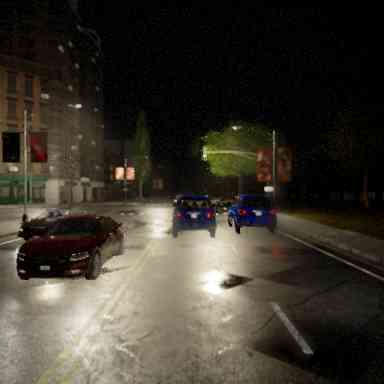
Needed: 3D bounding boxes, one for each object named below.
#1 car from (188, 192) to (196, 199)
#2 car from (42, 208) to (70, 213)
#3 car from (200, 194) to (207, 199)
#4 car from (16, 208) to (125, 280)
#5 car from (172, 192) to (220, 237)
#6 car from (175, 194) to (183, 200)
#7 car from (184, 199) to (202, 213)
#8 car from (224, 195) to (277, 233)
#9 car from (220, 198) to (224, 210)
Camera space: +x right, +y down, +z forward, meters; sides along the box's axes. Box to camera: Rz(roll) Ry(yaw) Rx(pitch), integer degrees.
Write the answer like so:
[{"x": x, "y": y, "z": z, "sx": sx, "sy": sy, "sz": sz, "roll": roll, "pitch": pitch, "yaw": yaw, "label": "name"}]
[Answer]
[{"x": 0.051, "y": 1.015, "z": 93.962, "sx": 2.150, "sy": 2.045, "sz": 5.566, "roll": 0, "pitch": 0, "yaw": 0, "label": "car"}, {"x": -6.582, "y": 1.508, "z": 16.711, "sx": 2.033, "sy": 1.411, "sz": 5.357, "roll": 0, "pitch": 0, "yaw": 0, "label": "car"}, {"x": 3.301, "y": 1.325, "z": 94.313, "sx": 1.812, "sy": 1.442, "sz": 4.674, "roll": 0, "pitch": 0, "yaw": 0, "label": "car"}, {"x": -3.342, "y": 1.454, "z": 10.071, "sx": 1.882, "sy": 1.535, "sz": 5.008, "roll": 0, "pitch": 0, "yaw": 0, "label": "car"}, {"x": 0.106, "y": 1.181, "z": 17.894, "sx": 2.150, "sy": 2.045, "sz": 5.566, "roll": 0, "pitch": 0, "yaw": 0, "label": "car"}, {"x": -3.205, "y": 1.283, "z": 85.288, "sx": 1.882, "sy": 1.535, "sz": 5.008, "roll": 0, "pitch": 0, "yaw": 0, "label": "car"}, {"x": 0.119, "y": 1.514, "z": 36.136, "sx": 1.895, "sy": 1.301, "sz": 4.718, "roll": 0, "pitch": 0, "yaw": 0, "label": "car"}, {"x": 3.362, "y": 1.177, "z": 19.418, "sx": 2.150, "sy": 2.045, "sz": 5.566, "roll": 0, "pitch": 0, "yaw": 0, "label": "car"}, {"x": 3.368, "y": 1.420, "z": 36.350, "sx": 1.837, "sy": 1.490, "sz": 4.892, "roll": 0, "pitch": 1, "yaw": 0, "label": "car"}]
